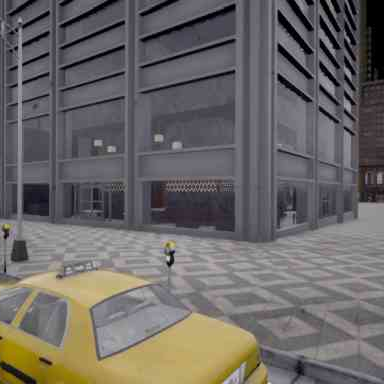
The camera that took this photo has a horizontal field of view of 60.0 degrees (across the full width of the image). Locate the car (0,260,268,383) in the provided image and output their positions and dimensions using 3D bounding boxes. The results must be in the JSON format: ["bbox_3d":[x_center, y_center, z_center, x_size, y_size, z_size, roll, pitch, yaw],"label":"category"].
[{"bbox_3d":[-1.558,1.525,4.063,4.829,1.417,1.752,0,0,35],"label":"car"}]
